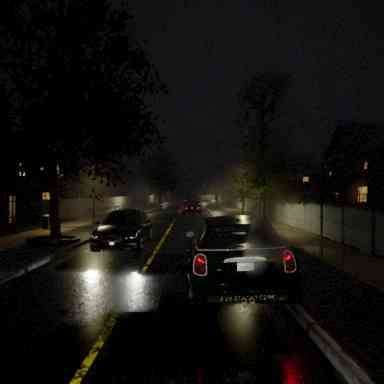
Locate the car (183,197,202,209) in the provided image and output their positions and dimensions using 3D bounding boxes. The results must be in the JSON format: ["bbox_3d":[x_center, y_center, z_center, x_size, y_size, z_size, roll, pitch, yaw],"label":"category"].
[{"bbox_3d":[0.048,1.571,33.966,2.033,1.411,5.357,0,0,1],"label":"car"}]

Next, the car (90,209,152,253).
[{"bbox_3d":[-2.757,1.513,13.839,1.837,1.490,4.892,0,0,0],"label":"car"}]

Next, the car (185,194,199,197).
[{"bbox_3d":[0.007,1.257,44.618,2.150,2.045,5.566,0,0,1],"label":"car"}]

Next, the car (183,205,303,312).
[{"bbox_3d":[0.927,1.324,7.887,2.097,1.767,4.553,-2,0,0],"label":"car"}]
